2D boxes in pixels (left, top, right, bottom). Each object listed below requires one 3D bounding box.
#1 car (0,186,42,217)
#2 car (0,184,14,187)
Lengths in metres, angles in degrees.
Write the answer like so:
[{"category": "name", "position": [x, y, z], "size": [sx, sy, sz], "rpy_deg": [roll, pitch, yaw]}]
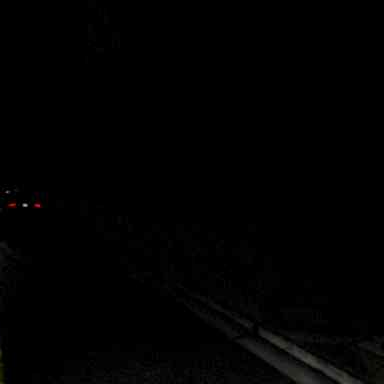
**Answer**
[{"category": "car", "position": [-10.167, 0.653, 19.854], "size": [2.033, 1.411, 5.357], "rpy_deg": [2, 1, -31]}, {"category": "car", "position": [-19.614, -0.123, 35.387], "size": [1.994, 1.385, 4.181], "rpy_deg": [2, 1, -31]}]
